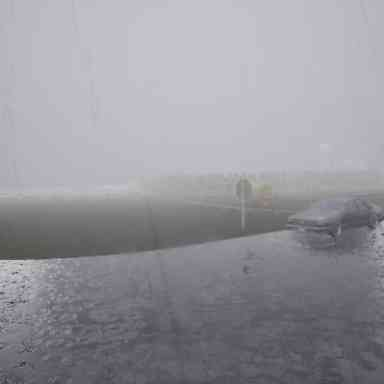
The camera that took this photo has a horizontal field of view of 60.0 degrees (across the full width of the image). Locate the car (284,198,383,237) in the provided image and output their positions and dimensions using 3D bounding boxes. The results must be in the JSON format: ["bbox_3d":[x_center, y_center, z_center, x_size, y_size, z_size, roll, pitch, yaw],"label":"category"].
[{"bbox_3d":[6.388,0.976,14.480,5.357,1.411,2.033,-3,2,-36],"label":"car"}]
